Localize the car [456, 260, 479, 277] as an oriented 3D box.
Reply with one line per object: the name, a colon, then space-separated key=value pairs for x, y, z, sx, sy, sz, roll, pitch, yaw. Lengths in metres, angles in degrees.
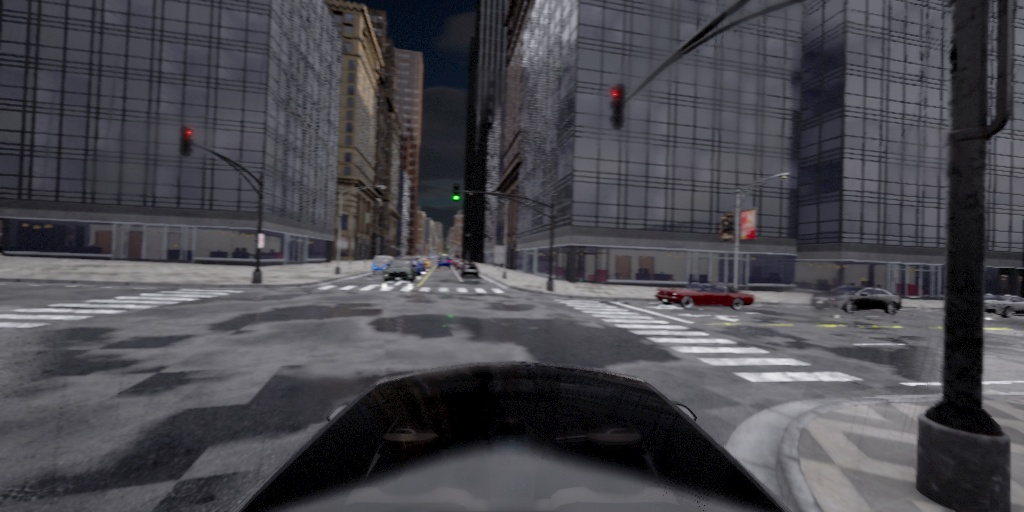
car: x=-4.447 y=1.433 z=37.253 sx=1.948 sy=1.339 sz=4.313 roll=0 pitch=0 yaw=-11

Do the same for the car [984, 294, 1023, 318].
car: x=31.186 y=3.150 z=22.947 sx=4.181 sy=1.385 sz=1.994 roll=3 pitch=-1 yaw=-11

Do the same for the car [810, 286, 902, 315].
car: x=19.907 y=2.491 z=20.817 sx=4.902 sy=1.511 sz=2.128 roll=3 pitch=-1 yaw=-11

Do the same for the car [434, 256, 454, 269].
car: x=-10.885 y=0.996 z=57.701 sx=2.150 sy=2.045 sz=5.566 roll=2 pitch=0 yaw=-11

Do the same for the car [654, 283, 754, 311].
car: x=10.068 y=2.087 z=18.950 sx=4.718 sy=1.301 sz=1.895 roll=3 pitch=-1 yaw=-11

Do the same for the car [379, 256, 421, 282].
car: x=-8.352 y=0.997 z=27.157 sx=2.097 sy=1.767 sz=4.553 roll=2 pitch=0 yaw=-11

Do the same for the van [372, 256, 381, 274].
van: x=-12.818 y=0.887 z=35.670 sx=1.690 sy=1.789 sz=3.998 roll=0 pitch=0 yaw=-11

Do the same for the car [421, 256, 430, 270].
car: x=-11.822 y=1.160 z=45.416 sx=1.837 sy=1.490 sz=4.892 roll=2 pitch=0 yaw=-11

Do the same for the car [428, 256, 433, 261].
car: x=-13.620 y=1.134 z=55.100 sx=1.882 sy=1.535 sz=5.008 roll=2 pitch=0 yaw=-10

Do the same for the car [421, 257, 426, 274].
car: x=-10.067 y=1.129 z=36.115 sx=1.882 sy=1.535 sz=5.008 roll=2 pitch=0 yaw=-10

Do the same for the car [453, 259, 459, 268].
car: x=-7.596 y=1.453 z=53.906 sx=1.802 sy=1.307 sz=4.207 roll=0 pitch=0 yaw=-11
